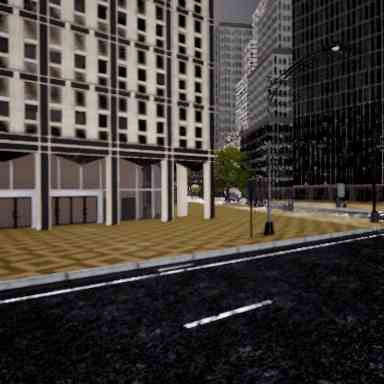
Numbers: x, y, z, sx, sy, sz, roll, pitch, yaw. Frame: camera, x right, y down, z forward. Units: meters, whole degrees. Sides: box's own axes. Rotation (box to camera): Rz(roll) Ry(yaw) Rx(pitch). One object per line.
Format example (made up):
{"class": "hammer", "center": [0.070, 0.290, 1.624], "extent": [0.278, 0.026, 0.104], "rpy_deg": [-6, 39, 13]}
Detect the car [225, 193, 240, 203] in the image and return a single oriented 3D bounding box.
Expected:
{"class": "car", "center": [8.560, 1.202, 70.524], "extent": [2.150, 2.045, 5.566], "rpy_deg": [0, 0, -8]}

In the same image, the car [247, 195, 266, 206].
{"class": "car", "center": [10.627, 1.350, 55.175], "extent": [2.097, 1.767, 4.553], "rpy_deg": [0, 0, -7]}
